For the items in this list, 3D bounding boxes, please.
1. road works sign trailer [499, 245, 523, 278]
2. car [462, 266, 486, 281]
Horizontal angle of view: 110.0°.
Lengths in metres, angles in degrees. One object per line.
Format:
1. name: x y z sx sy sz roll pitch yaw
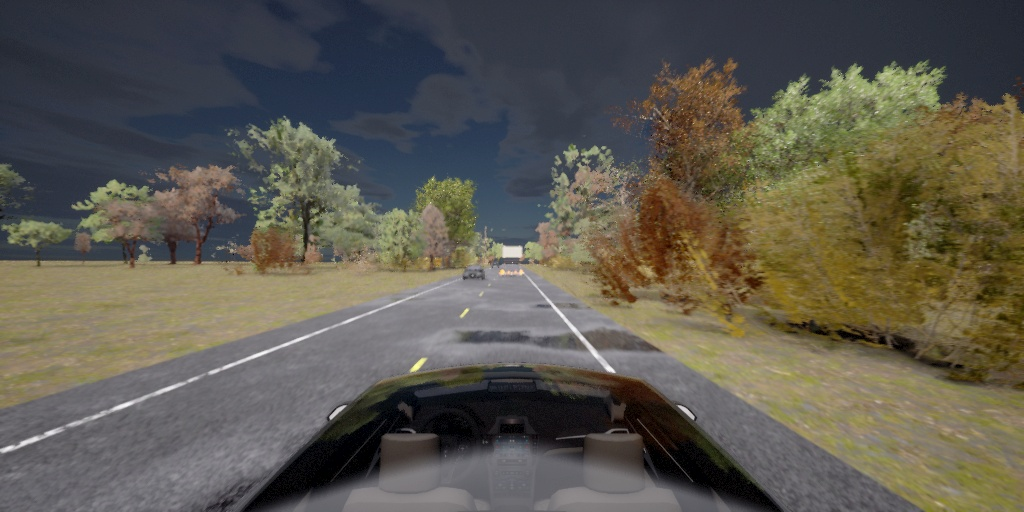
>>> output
1. road works sign trailer: 0.017 0.577 40.005 2.380 3.560 2.880 0 0 0
2. car: -3.575 1.622 34.447 1.994 1.385 4.181 0 -1 0
